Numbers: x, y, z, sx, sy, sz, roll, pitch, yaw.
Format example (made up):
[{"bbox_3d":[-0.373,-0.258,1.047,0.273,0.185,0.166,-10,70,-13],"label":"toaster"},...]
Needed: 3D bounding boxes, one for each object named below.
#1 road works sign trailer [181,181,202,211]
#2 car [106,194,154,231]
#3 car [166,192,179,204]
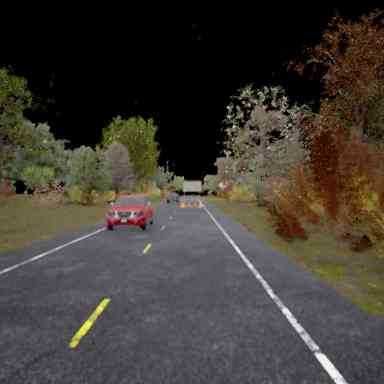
[{"bbox_3d":[0.003,0.365,39.769,2.380,3.560,2.880,0,0,0],"label":"road works sign trailer"},{"bbox_3d":[-3.600,1.165,20.354,2.150,2.045,5.566,0,0,0],"label":"car"},{"bbox_3d":[-3.530,1.099,61.833,2.150,2.045,5.566,0,0,1],"label":"car"}]
